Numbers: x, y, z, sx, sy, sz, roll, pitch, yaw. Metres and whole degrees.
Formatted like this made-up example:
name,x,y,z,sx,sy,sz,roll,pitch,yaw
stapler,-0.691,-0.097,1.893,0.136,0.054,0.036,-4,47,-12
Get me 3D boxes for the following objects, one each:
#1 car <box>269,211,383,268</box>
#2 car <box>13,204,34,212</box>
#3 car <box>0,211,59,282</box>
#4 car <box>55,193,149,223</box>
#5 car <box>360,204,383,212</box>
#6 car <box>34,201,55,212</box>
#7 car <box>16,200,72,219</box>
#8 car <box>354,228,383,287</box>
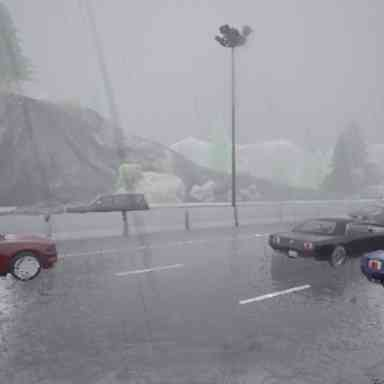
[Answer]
name,x,y,z,sx,sy,sz,roll,pitch,yaw
car,4.853,1.495,10.868,4.718,1.301,1.895,-1,0,-31
car,-11.481,1.462,25.596,4.181,1.385,1.994,-1,0,-33
car,-5.923,1.461,8.014,5.008,1.535,1.882,-1,0,-36
car,-5.419,1.113,21.186,5.566,2.045,2.150,0,0,-32
car,10.848,1.353,18.196,5.357,1.411,2.033,-1,0,-27
car,-8.311,1.418,23.479,4.674,1.442,1.812,0,0,-32
car,-12.841,1.449,28.875,4.181,1.385,1.994,-1,0,-33
car,6.006,1.511,7.478,4.718,1.301,1.895,-1,0,-31
